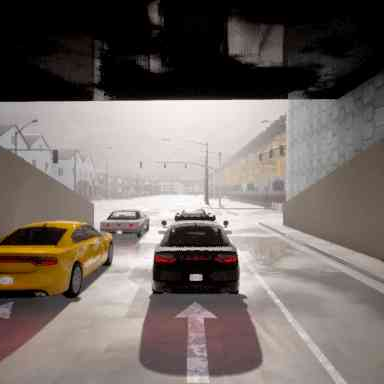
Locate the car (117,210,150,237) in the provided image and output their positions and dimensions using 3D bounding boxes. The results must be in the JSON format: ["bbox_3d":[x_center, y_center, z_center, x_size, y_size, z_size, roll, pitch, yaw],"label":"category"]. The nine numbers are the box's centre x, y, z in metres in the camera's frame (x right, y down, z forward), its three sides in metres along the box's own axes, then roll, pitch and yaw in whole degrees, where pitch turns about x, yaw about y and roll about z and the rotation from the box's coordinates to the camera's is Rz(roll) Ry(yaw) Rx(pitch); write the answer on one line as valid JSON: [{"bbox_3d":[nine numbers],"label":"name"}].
[{"bbox_3d":[-3.410,1.601,17.848,1.895,1.301,4.718,0,0,0],"label":"car"}]

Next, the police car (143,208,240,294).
[{"bbox_3d":[0.084,1.425,8.932,1.930,1.638,5.238,0,0,0],"label":"police car"}]

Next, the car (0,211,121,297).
[{"bbox_3d":[-3.412,1.478,8.606,1.882,1.535,5.008,0,0,0],"label":"car"}]

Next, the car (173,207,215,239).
[{"bbox_3d":[0.088,1.564,17.894,1.994,1.385,4.181,0,0,0],"label":"car"}]
